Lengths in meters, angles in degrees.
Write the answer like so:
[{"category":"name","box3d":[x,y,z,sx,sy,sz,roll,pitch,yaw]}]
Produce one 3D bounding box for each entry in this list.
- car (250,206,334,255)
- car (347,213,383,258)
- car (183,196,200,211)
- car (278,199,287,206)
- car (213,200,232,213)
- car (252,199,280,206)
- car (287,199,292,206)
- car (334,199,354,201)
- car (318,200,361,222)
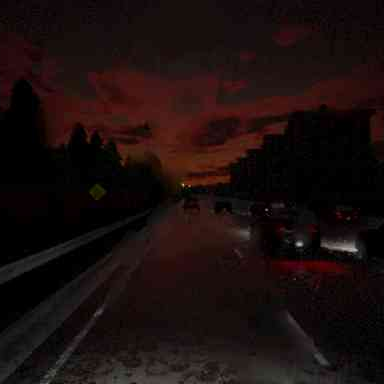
[{"category":"car","box3d":[3.584,1.537,13.504,2.128,1.511,4.902,0,0,0]},{"category":"car","box3d":[7.092,1.597,10.739,1.994,1.385,4.181,0,0,0]},{"category":"car","box3d":[-0.045,1.510,43.634,2.097,1.767,4.553,0,0,0]},{"category":"car","box3d":[10.541,1.750,43.487,1.895,1.301,4.718,0,0,0]},{"category":"car","box3d":[3.558,1.645,38.769,1.837,1.490,4.892,0,0,0]},{"category":"car","box3d":[7.071,1.681,33.478,1.994,1.385,4.181,0,0,0]},{"category":"car","box3d":[13.996,1.724,51.780,2.033,1.411,5.357,0,0,0]},{"category":"car","box3d":[14.071,1.457,31.676,2.097,1.767,4.553,0,0,0]},{"category":"car","box3d":[10.577,1.607,24.799,1.812,1.442,4.674,0,0,0]}]
